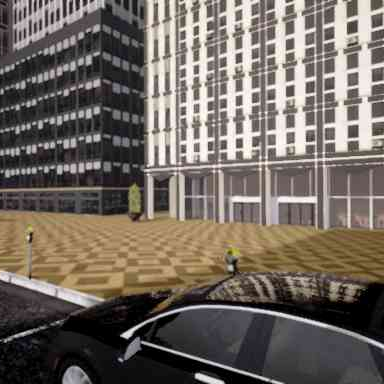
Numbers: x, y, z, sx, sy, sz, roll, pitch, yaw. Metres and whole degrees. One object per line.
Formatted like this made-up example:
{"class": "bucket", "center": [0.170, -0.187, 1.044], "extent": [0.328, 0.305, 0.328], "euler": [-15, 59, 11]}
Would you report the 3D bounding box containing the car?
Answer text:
{"class": "car", "center": [0.661, 1.507, 2.966], "extent": [4.892, 1.490, 1.837], "euler": [0, 0, 36]}
